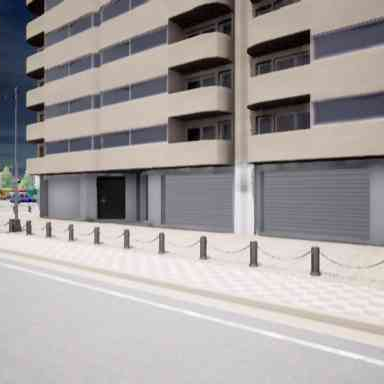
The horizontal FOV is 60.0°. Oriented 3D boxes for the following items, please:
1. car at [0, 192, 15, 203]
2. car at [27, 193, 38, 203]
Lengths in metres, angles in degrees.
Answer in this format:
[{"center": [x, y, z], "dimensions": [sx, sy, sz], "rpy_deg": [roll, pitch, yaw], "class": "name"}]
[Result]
[{"center": [-46.355, 1.187, 80.825], "dimensions": [1.932, 1.855, 4.605], "rpy_deg": [0, 0, 35], "class": "car"}, {"center": [-32.493, 1.427, 71.162], "dimensions": [1.970, 1.475, 3.806], "rpy_deg": [0, 0, 35], "class": "car"}]
